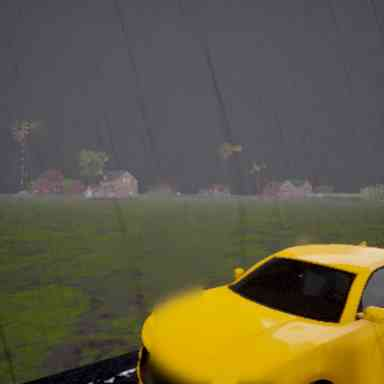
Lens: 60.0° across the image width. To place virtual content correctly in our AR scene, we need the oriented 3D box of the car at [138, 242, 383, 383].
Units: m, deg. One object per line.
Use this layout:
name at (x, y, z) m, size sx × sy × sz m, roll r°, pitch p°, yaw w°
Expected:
car at (1.756, 1.477, 4.273) m, size 5.008 × 1.535 × 1.882 m, roll 0°, pitch 0°, yaw -35°
